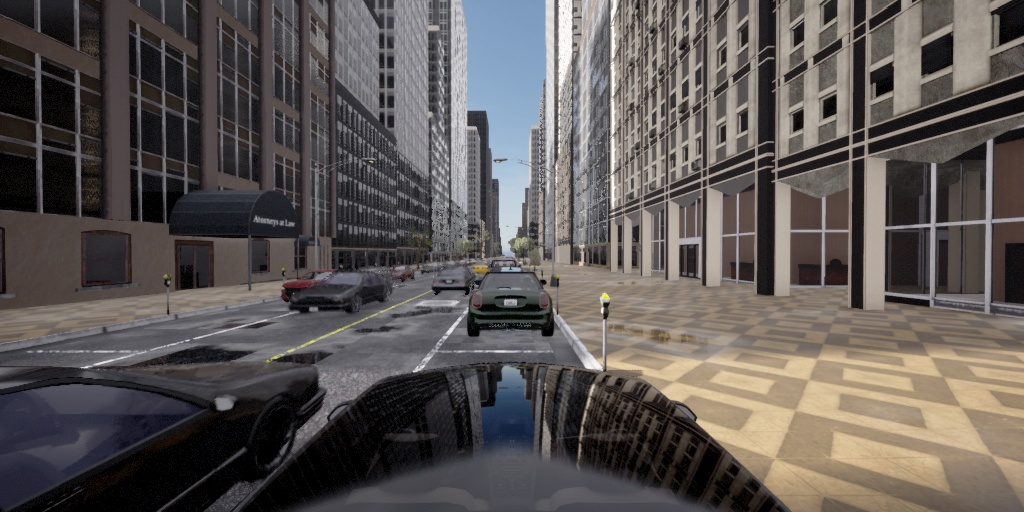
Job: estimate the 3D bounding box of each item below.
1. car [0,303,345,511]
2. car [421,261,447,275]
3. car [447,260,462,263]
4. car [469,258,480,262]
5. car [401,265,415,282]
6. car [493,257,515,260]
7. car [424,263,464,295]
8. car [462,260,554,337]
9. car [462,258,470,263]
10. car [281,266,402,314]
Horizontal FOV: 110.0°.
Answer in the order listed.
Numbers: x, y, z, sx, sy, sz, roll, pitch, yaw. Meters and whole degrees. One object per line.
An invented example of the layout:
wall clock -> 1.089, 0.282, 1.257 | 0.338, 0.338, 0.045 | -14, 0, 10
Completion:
car -> -3.046, 1.298, 1.624 | 2.033, 1.411, 5.357 | 0, 0, 0
car -> -8.837, 1.293, 39.574 | 2.007, 1.370, 4.403 | 0, 0, 0
car -> -8.837, 1.291, 50.940 | 2.007, 1.370, 4.403 | 0, 0, 0
car -> -3.144, 1.199, 38.649 | 1.801, 1.575, 5.366 | 0, 0, 0
car -> -8.837, 1.327, 28.206 | 1.802, 1.307, 4.207 | 0, 0, 0
car -> -0.457, 1.061, 22.523 | 2.192, 1.841, 5.009 | 0, 0, 0
car -> -3.044, 1.294, 19.802 | 2.033, 1.411, 5.357 | 0, 0, 0
car -> -0.033, 1.101, 10.471 | 2.097, 1.767, 4.553 | 0, 0, 0
car -> -8.837, 1.319, 62.308 | 1.802, 1.307, 4.207 | 0, 0, 0
car -> -6.248, 1.295, 13.962 | 2.033, 1.411, 5.357 | 0, 0, 0
